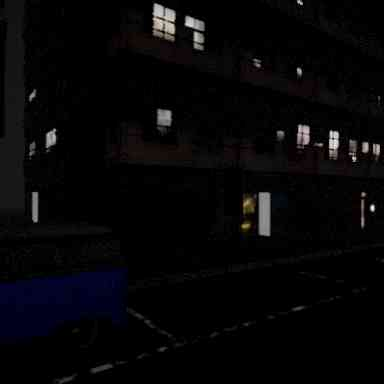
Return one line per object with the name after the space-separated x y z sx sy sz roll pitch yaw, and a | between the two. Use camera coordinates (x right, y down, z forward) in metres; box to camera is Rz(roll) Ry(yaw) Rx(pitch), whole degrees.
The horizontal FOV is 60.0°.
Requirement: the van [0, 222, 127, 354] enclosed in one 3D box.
-2.880 1.343 4.517 3.998 1.788 1.690 1 -1 -35 | van
